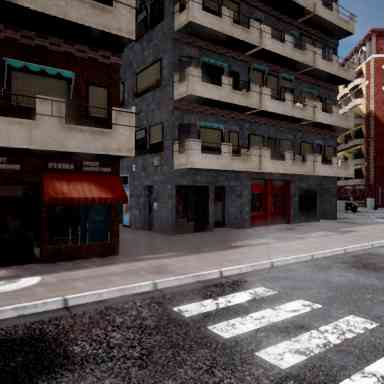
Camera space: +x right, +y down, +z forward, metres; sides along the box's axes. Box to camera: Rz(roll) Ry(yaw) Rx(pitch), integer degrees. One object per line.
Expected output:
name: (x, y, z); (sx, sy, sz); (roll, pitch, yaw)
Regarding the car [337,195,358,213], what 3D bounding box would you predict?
car: (17.950, 1.417, 40.085); (2.150, 2.045, 5.566); (0, 1, 5)
